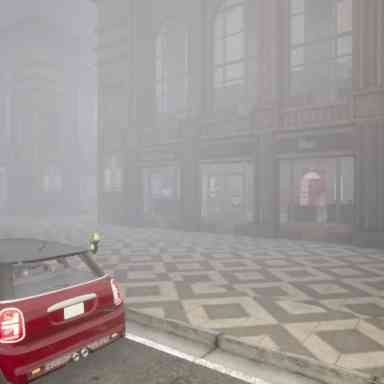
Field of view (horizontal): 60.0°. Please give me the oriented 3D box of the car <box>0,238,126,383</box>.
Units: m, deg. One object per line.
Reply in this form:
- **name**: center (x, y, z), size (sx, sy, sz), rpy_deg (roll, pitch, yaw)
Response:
- **car**: center (-2.983, 1.440, 5.092), size (4.097, 1.590, 1.967), rpy_deg (0, 0, 36)
